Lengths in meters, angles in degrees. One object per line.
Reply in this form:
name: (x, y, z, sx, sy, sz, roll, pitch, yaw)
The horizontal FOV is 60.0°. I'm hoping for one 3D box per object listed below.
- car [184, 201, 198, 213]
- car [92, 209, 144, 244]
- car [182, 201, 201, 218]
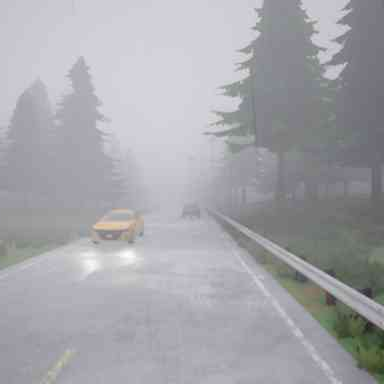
car: (-0.103, 2.037, 45.653, 1.837, 1.490, 4.892, 0, -1, 0)
car: (-3.649, 1.679, 17.128, 1.882, 1.535, 5.008, 0, 0, 0)
car: (-0.046, 1.905, 35.449, 2.128, 1.511, 4.902, 0, -1, 0)
